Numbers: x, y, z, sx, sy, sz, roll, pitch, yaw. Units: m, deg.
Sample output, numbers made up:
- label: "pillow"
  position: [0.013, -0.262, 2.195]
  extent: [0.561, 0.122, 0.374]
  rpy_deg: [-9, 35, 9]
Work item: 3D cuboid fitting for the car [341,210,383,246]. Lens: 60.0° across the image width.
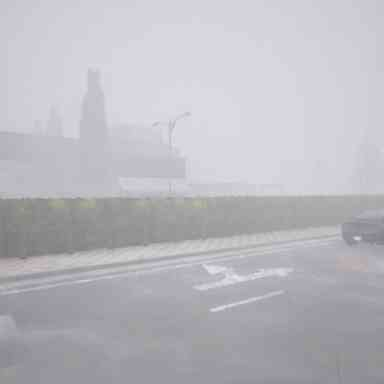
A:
- label: "car"
  position: [8.269, 1.513, 14.066]
  extent: [4.892, 1.490, 1.837]
  rpy_deg: [0, 0, -35]
